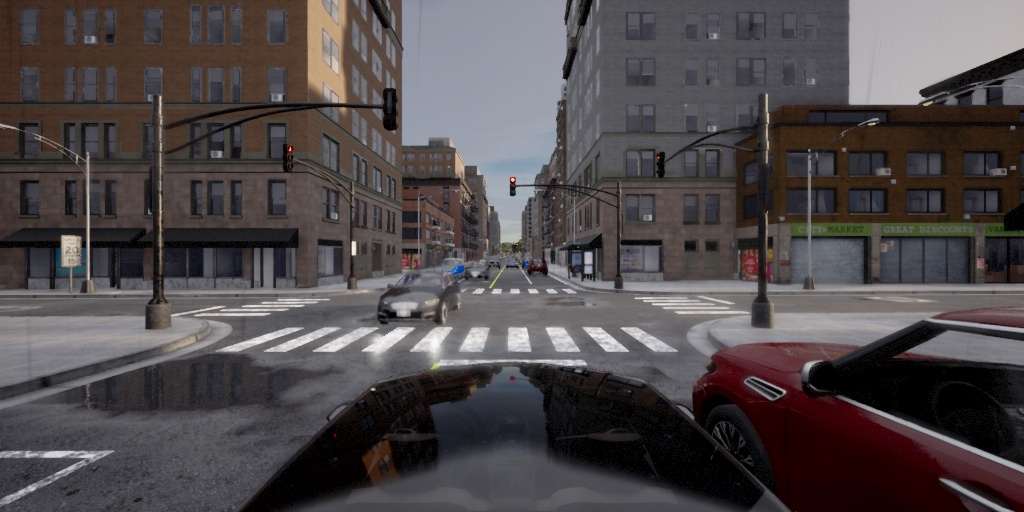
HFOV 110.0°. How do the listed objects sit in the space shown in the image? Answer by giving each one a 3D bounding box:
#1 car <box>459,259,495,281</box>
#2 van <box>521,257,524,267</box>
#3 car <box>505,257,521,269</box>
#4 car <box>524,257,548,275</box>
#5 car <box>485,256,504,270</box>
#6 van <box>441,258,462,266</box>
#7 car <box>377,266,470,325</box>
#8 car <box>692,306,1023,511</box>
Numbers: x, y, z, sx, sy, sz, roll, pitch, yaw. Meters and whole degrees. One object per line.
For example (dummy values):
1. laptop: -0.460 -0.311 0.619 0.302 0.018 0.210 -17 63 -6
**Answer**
1. car: -2.842 1.238 30.253 2.128 1.511 4.902 0 0 0
2. van: 2.704 1.084 54.756 1.690 1.789 3.998 0 0 0
3. car: 0.068 1.306 57.962 1.994 1.385 4.181 0 0 0
4. car: 2.715 1.060 38.538 2.192 1.841 5.009 0 0 0
5. car: -2.809 0.965 53.384 2.150 2.045 5.566 0 0 0
6. van: -5.399 1.087 33.132 1.690 1.789 3.998 0 0 0
7. car: -2.850 1.244 11.874 2.128 1.511 4.902 0 0 0
8. car: 2.638 1.065 1.167 2.192 1.841 5.009 0 0 0
